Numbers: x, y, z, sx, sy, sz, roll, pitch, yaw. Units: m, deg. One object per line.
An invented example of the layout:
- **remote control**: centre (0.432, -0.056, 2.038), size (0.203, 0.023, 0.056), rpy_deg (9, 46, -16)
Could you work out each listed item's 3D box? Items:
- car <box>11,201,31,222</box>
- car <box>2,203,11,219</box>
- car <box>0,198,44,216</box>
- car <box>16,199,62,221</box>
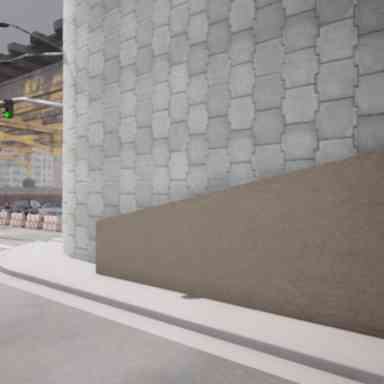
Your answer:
- **car**: centre (-9.603, 1.330, 23.529), size (4.974, 1.542, 2.038), rpy_deg (0, 0, 0)
- **car**: centre (-13.293, 1.303, 26.288), size (2.038, 1.542, 4.974), rpy_deg (0, 0, -10)
- **car**: centre (-13.302, 1.146, 26.339), size (1.853, 1.218, 4.536), rpy_deg (0, 0, -10)
- **car**: centre (-9.550, 1.173, 23.528), size (4.536, 1.218, 1.853), rpy_deg (0, 0, 0)
